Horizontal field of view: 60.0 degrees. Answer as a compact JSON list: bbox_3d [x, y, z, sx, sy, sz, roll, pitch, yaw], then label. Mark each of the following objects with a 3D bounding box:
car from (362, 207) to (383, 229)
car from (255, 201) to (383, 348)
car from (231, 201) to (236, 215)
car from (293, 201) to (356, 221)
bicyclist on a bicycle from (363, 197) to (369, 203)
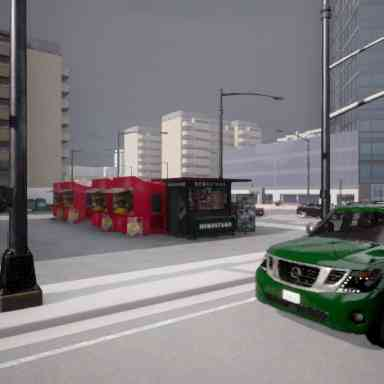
[{"bbox_3d":[13.379,1.647,20.639,1.895,1.301,4.718,0,0,-36],"label":"car"},{"bbox_3d":[3.793,1.221,6.545,5.566,2.045,2.150,0,0,-34],"label":"car"},{"bbox_3d":[4.856,1.669,32.383,1.882,1.535,5.008,0,-1,-36],"label":"car"},{"bbox_3d":[11.500,1.623,29.191,1.837,1.490,4.892,0,-1,-36],"label":"car"},{"bbox_3d":[22.232,1.466,42.453,1.656,1.620,0.582,0,0,-36],"label":"bicyclist on a bicycle"}]
